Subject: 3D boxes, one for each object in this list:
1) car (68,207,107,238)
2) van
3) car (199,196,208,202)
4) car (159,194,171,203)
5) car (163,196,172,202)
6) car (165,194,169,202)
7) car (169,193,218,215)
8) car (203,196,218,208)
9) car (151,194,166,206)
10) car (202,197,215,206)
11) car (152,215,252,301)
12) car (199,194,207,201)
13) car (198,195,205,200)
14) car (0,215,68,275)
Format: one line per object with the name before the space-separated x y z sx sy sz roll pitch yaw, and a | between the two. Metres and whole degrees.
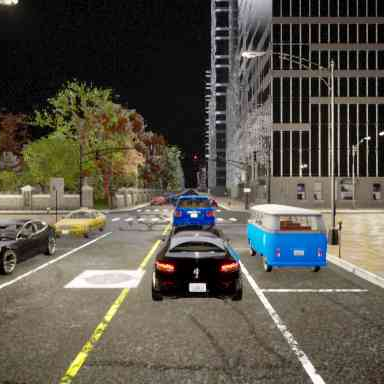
car | -5.823 1.518 17.692 1.752 1.417 4.829 0 0 0
van | 2.772 1.337 10.462 1.690 1.788 3.998 0 0 0
car | 2.668 1.521 76.992 1.947 1.339 4.313 0 0 0
car | -5.710 1.277 71.312 2.192 1.841 5.009 0 0 0
car | -5.713 1.538 76.994 1.802 1.307 4.206 0 0 0
car | -5.707 1.520 59.945 2.008 1.369 4.403 0 0 0
car | 0.095 1.214 18.536 2.150 2.045 5.566 0 0 0
car | 2.678 1.416 48.587 1.967 1.590 4.097 0 0 0
car | -5.705 1.517 54.263 1.887 1.381 4.507 0 0 0
car | 2.675 1.539 54.268 1.947 1.339 4.313 0 0 0
car | 0.100 1.523 8.186 1.812 1.442 4.674 0 0 0
car | 2.667 1.388 82.673 1.967 1.590 4.097 0 0 0
car | 2.664 1.453 94.209 1.752 1.417 4.829 0 0 0
car | -5.772 1.562 10.458 1.947 1.339 4.313 0 0 0
